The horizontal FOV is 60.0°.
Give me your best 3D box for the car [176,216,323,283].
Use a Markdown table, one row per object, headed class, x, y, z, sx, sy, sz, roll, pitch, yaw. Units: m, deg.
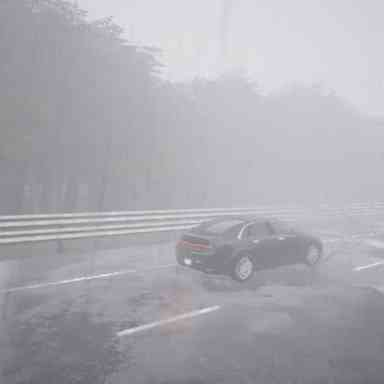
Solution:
| class | x | y | z | sx | sy | sz | roll | pitch | yaw |
| --- | --- | --- | --- | --- | --- | --- | --- | --- | --- |
| car | 1.831 | 1.451 | 9.584 | 4.892 | 1.490 | 1.837 | 0 | 1 | -37 |
